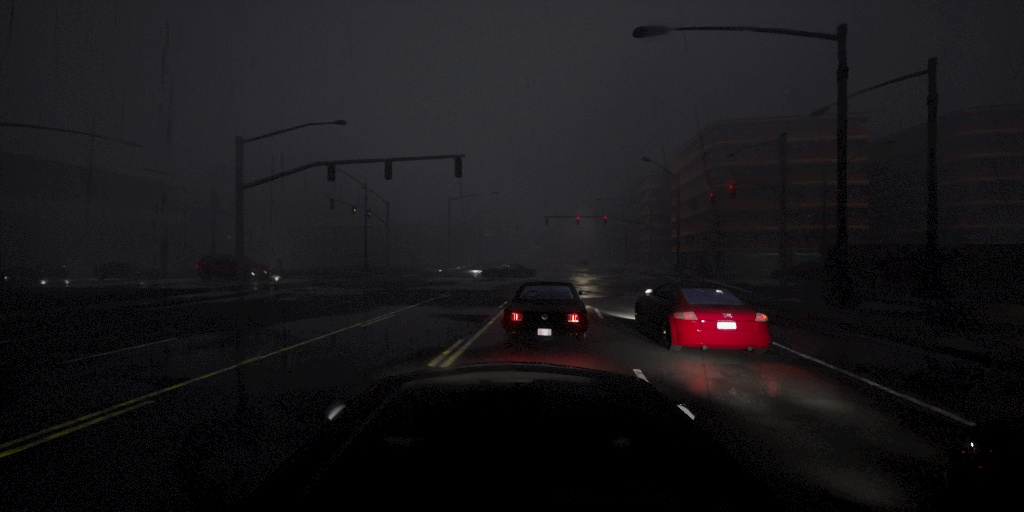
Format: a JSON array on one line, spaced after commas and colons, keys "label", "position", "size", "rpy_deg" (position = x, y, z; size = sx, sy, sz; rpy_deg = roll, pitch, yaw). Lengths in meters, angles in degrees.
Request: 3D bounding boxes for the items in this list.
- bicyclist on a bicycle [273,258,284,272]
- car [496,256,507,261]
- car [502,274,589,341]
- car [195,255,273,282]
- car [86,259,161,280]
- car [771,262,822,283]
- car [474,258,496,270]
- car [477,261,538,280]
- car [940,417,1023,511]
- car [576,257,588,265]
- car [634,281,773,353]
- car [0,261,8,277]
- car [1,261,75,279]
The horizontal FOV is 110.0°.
[{"label": "bicyclist on a bicycle", "position": [-26.397, 1.053, 40.606], "size": [0.582, 1.620, 1.656], "rpy_deg": [0, 0, 7]}, {"label": "car", "position": [-2.499, 1.064, 58.569], "size": [1.895, 1.301, 4.718], "rpy_deg": [0, 1, 8]}, {"label": "car", "position": [1.002, 1.351, 9.923], "size": [1.895, 1.301, 4.718], "rpy_deg": [0, 0, 8]}, {"label": "car", "position": [-22.499, 0.971, 29.093], "size": [5.566, 2.045, 2.150], "rpy_deg": [0, 0, 7]}, {"label": "car", "position": [-32.430, 1.228, 30.270], "size": [5.008, 1.535, 1.882], "rpy_deg": [0, 0, 7]}, {"label": "car", "position": [22.818, 1.228, 27.585], "size": [5.008, 1.535, 1.882], "rpy_deg": [0, 0, 7]}, {"label": "car", "position": [-3.851, 1.176, 48.715], "size": [1.994, 1.385, 4.181], "rpy_deg": [0, 1, 8]}, {"label": "car", "position": [-0.226, 1.317, 30.244], "size": [4.718, 1.301, 1.895], "rpy_deg": [0, 0, 7]}, {"label": "car", "position": [3.640, 1.242, 0.209], "size": [2.128, 1.511, 4.902], "rpy_deg": [0, 0, 1]}, {"label": "car", "position": [12.481, 0.889, 63.483], "size": [2.033, 1.411, 5.357], "rpy_deg": [0, 1, 8]}, {"label": "car", "position": [4.405, 1.314, 8.921], "size": [1.994, 1.385, 4.181], "rpy_deg": [0, 0, 7]}, {"label": "car", "position": [-51.148, 1.276, 35.282], "size": [4.674, 1.442, 1.812], "rpy_deg": [0, 0, 35]}, {"label": "car", "position": [-41.836, 1.351, 31.600], "size": [4.718, 1.301, 1.895], "rpy_deg": [0, 0, 12]}]
